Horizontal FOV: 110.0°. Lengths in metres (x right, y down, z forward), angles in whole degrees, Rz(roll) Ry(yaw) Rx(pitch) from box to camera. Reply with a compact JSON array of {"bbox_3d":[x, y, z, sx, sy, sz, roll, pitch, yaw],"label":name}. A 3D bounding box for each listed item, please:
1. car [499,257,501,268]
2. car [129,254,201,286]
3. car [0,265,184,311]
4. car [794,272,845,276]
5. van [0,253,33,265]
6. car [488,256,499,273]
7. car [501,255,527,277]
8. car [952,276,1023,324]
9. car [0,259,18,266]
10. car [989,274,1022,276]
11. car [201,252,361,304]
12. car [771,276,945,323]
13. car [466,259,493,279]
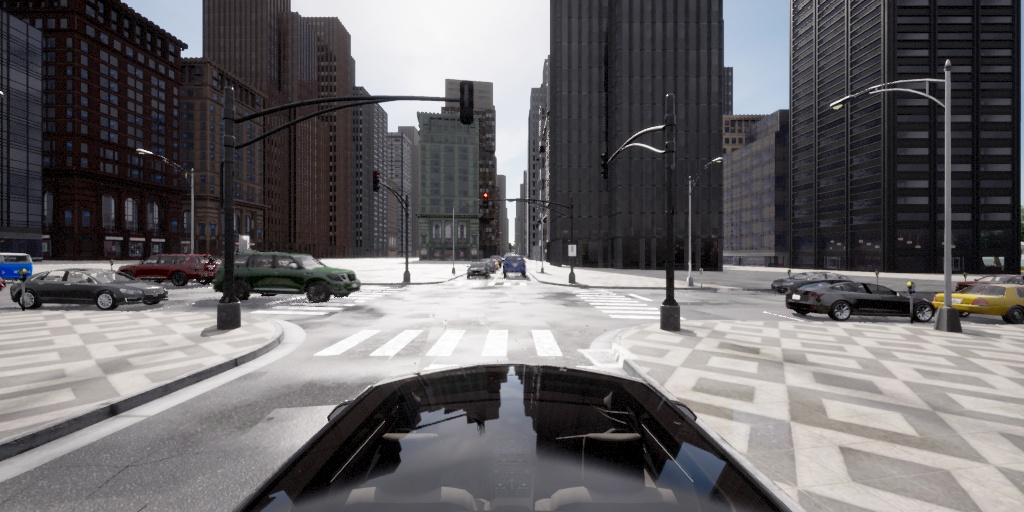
[{"bbox_3d":[-3.017,1.227,52.486,1.882,1.535,5.008,0,0,0],"label":"car"},{"bbox_3d":[-20.199,0.799,21.173,5.009,1.841,2.192,0,0,0],"label":"car"},{"bbox_3d":[-14.765,1.116,12.638,4.403,1.370,2.007,0,0,0],"label":"car"},{"bbox_3d":[17.808,1.591,21.206,4.403,1.370,2.007,0,0,0],"label":"car"},{"bbox_3d":[-31.118,0.680,21.191,3.998,1.789,1.690,0,0,0],"label":"van"},{"bbox_3d":[-3.038,1.102,42.288,2.097,1.767,4.553,0,0,0],"label":"car"},{"bbox_3d":[0.220,0.971,35.182,2.150,2.045,5.566,0,0,-1],"label":"car"},{"bbox_3d":[17.955,1.571,12.680,4.829,1.417,1.751,0,0,0],"label":"car"},{"bbox_3d":[-24.933,0.950,15.409,4.674,1.442,1.812,1,0,0],"label":"car"},{"bbox_3d":[29.094,1.766,21.187,4.507,1.381,1.888,0,0,0],"label":"car"},{"bbox_3d":[-9.522,0.865,15.386,5.566,2.045,2.150,1,0,0],"label":"car"},{"bbox_3d":[12.143,1.524,12.690,4.313,1.339,1.948,0,0,0],"label":"car"},{"bbox_3d":[-3.055,1.254,33.235,1.837,1.490,4.892,0,0,0],"label":"car"}]
